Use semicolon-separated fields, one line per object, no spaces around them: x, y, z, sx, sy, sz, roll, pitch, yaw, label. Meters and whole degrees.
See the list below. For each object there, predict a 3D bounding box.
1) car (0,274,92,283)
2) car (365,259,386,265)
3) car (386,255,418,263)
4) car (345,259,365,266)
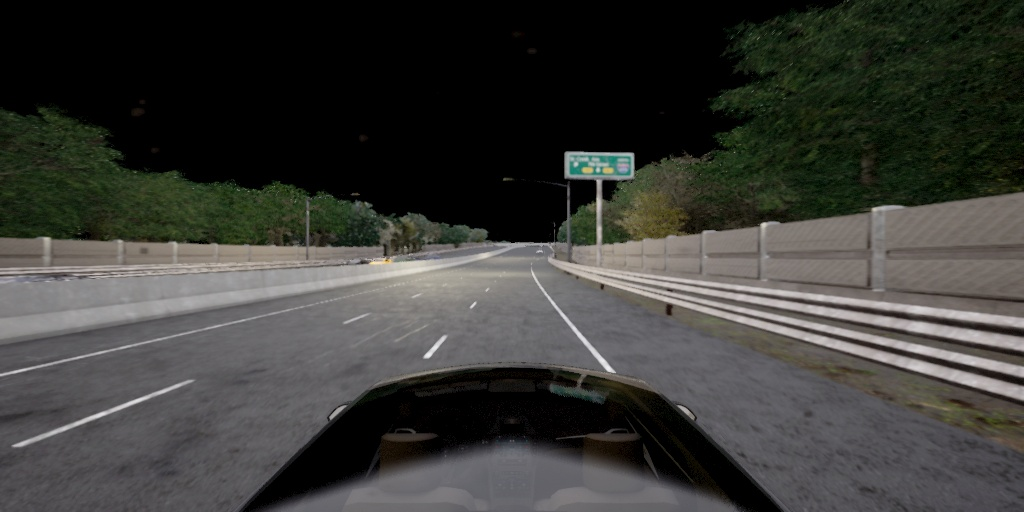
-17.536;1.390;13.157;2.033;1.411;5.357;0;0;1;car
-19.855;1.180;54.535;1.882;1.535;5.008;0;1;3;car
-16.392;0.932;53.887;2.150;2.045;5.566;0;1;3;car
-23.368;1.182;54.313;1.882;1.535;5.008;0;1;3;car
